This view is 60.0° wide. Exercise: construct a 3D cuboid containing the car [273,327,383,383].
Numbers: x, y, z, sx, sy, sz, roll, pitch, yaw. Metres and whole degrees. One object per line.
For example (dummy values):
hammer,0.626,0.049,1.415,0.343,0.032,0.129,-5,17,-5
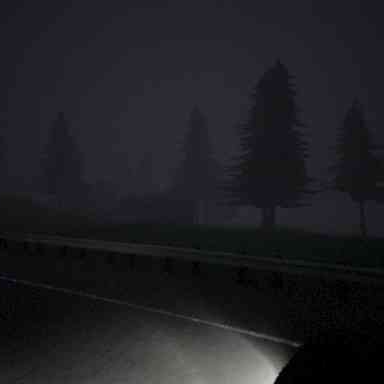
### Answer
car,3.053,1.530,1.606,5.357,1.411,2.033,-1,0,36
